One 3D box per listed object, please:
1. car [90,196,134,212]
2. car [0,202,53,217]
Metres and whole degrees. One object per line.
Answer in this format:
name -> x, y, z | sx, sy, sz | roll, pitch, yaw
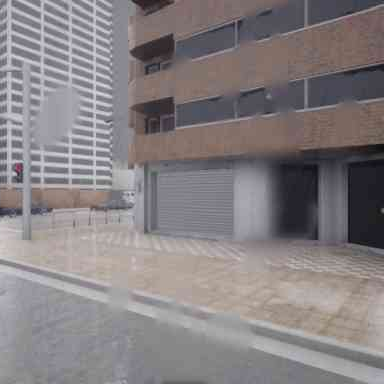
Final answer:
car -> -9.423, 1.547, 39.464 | 2.033, 1.411, 5.357 | 0, 0, 36
car -> -15.582, 1.601, 31.009 | 1.895, 1.301, 4.718 | 0, 0, 36
